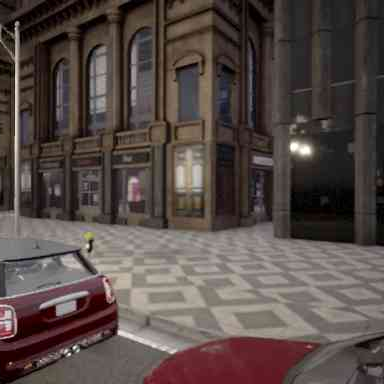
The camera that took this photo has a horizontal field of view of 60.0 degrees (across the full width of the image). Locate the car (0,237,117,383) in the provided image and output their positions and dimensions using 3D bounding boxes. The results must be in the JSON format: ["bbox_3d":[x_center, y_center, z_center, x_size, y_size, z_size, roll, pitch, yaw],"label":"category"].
[{"bbox_3d":[-3.109,1.435,5.179,4.097,1.590,1.967,0,0,36],"label":"car"}]

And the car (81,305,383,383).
[{"bbox_3d":[1.450,1.582,1.926,4.206,1.307,1.802,0,0,36],"label":"car"}]
